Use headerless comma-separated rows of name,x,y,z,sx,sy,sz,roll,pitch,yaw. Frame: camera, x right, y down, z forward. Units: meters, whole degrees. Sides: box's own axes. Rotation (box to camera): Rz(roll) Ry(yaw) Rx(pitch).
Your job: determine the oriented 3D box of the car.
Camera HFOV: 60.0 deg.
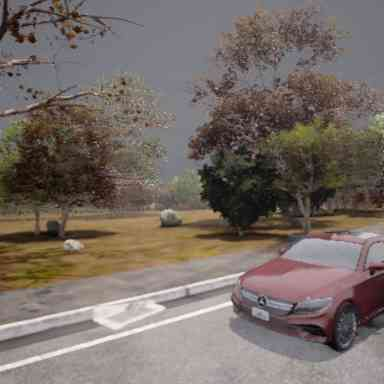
car,2.806,1.508,6.326,4.674,1.442,1.812,0,0,-39
